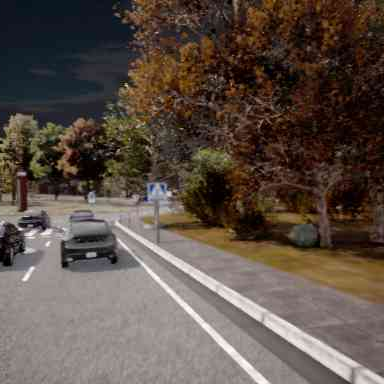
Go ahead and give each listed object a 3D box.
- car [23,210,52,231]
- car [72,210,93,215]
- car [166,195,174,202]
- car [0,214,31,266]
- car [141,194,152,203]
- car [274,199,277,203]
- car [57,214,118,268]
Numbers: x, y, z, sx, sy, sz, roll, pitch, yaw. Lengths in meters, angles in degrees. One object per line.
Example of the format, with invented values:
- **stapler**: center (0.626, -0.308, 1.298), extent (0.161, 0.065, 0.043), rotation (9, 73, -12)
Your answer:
- **car**: center (-12.006, 2.124, 25.557), extent (1.837, 1.490, 4.892), rotation (-2, 0, -17)
- **car**: center (-8.227, 2.053, 25.014), extent (2.033, 1.411, 5.357), rotation (-2, 0, -18)
- **car**: center (-4.422, 1.531, 77.022), extent (1.812, 1.442, 4.674), rotation (-2, 1, -34)
- **car**: center (-7.725, 1.878, 12.825), extent (1.882, 1.535, 5.008), rotation (-2, 0, -19)
- **car**: center (-9.994, 1.445, 79.028), extent (2.150, 2.045, 5.566), rotation (-2, 1, -43)
- **car**: center (20.690, 2.429, 91.182), extent (4.892, 1.521, 2.231), rotation (0, -3, 40)
- **car**: center (-3.957, 1.781, 12.641), extent (1.837, 1.490, 4.892), rotation (-2, -1, -20)
